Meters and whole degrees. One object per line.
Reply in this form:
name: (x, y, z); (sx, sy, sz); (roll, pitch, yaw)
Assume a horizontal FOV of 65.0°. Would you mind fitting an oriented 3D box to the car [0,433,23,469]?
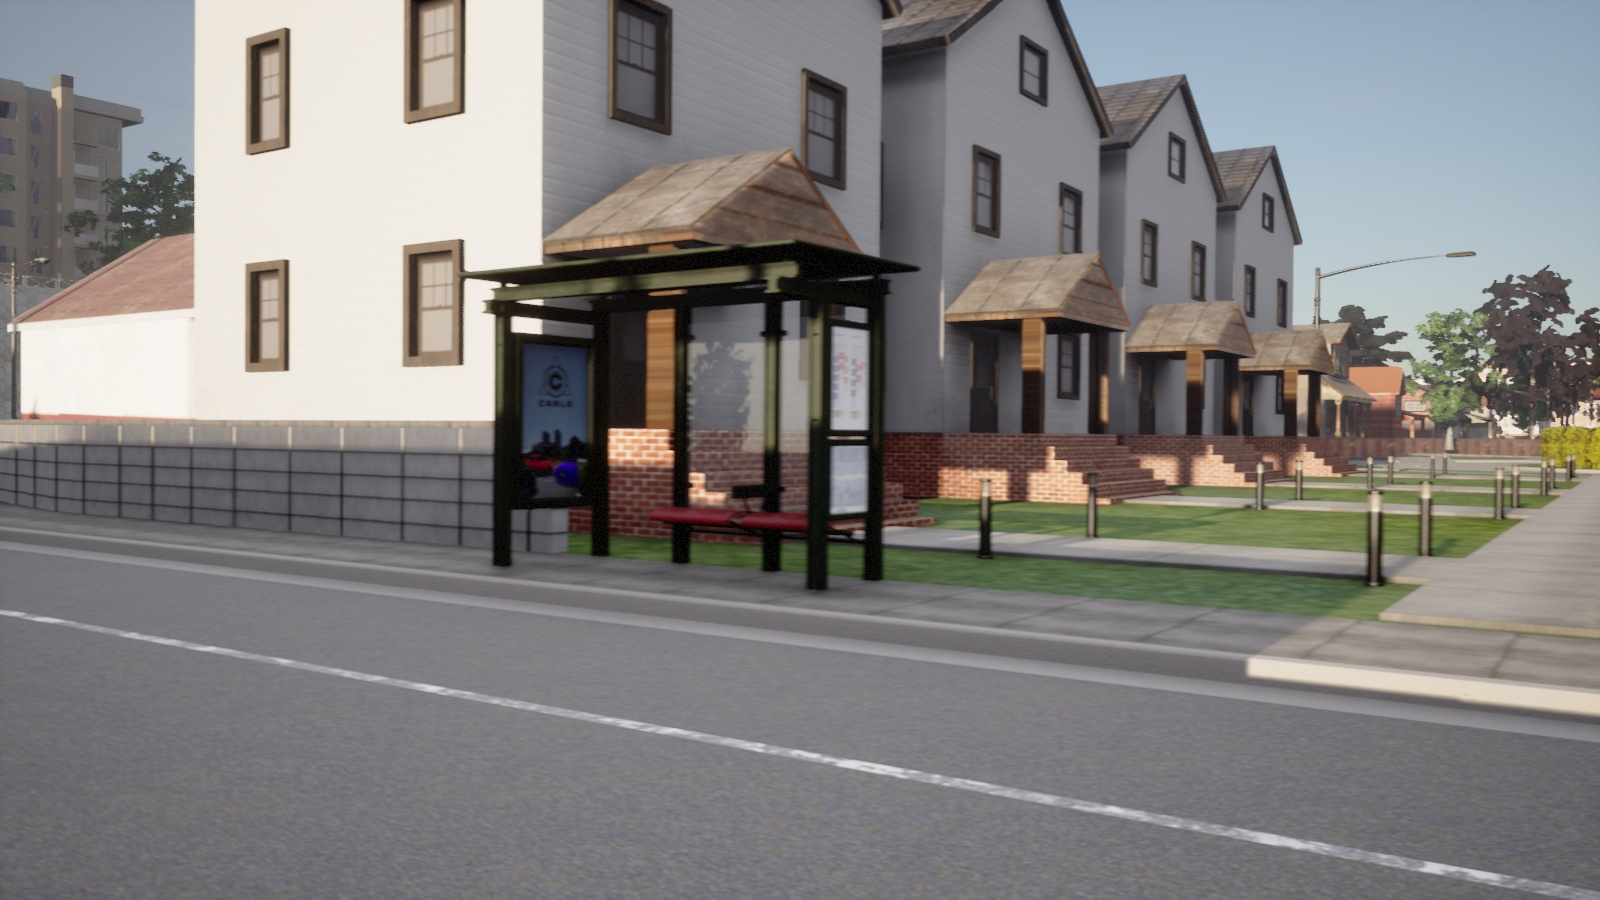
car: (-38.828, 0.083, 57.527); (2.152, 1.651, 5.027); (0, 1, 37)
